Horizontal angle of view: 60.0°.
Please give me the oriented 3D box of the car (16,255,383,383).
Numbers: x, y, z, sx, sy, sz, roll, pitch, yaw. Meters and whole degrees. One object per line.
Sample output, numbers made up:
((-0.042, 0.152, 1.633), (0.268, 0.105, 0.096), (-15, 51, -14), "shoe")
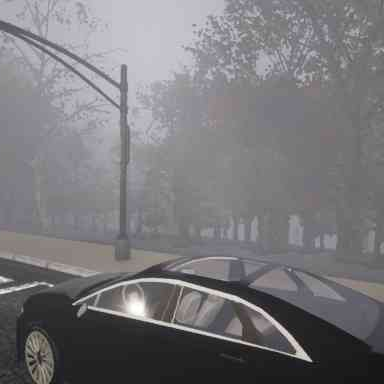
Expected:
((-0.006, 1.491, 3.705), (4.902, 1.511, 2.128), (0, 0, 34), "car")
